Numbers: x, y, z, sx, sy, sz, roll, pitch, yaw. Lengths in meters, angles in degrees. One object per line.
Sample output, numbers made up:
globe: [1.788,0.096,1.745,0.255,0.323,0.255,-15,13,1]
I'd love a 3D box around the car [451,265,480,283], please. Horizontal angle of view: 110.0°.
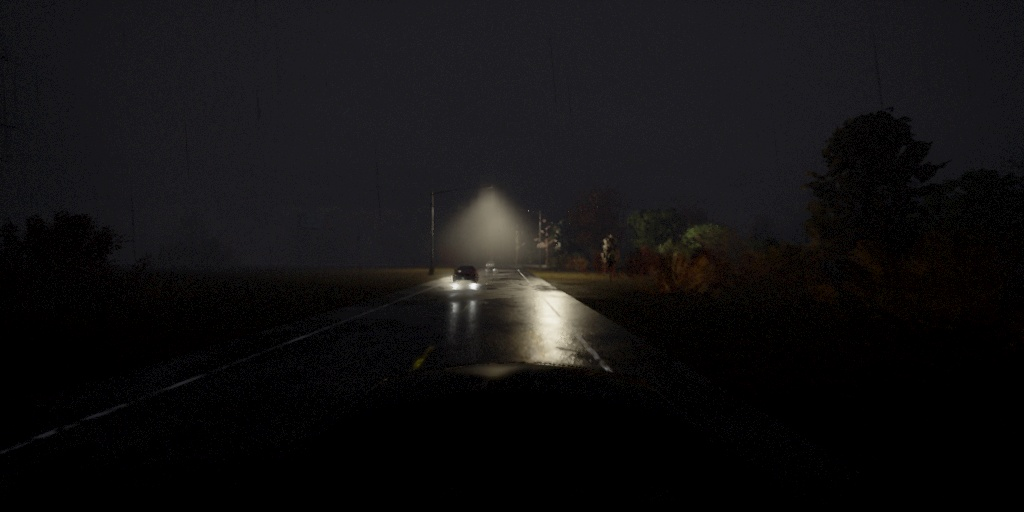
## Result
car: [-3.908,1.514,30.838,1.812,1.442,4.674,0,0,-1]
